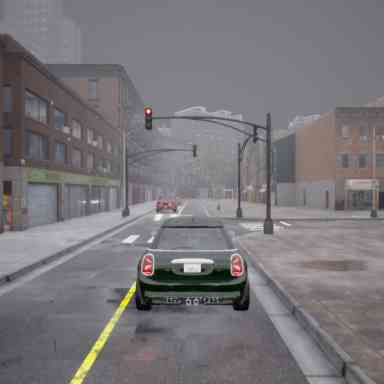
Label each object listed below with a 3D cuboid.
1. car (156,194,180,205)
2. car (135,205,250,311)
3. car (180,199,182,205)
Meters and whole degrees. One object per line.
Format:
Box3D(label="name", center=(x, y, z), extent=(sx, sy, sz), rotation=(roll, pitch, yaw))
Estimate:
Box3D(label="car", center=(-2.777, 1.229, 37.439), extent=(2.150, 2.045, 5.566), rotation=(0, 0, 0))
Box3D(label="car", center=(0.023, 1.351, 7.933), extent=(2.097, 1.767, 4.553), rotation=(0, 0, 0))
Box3D(label="car", center=(-2.729, 1.528, 54.667), extent=(1.837, 1.490, 4.892), rotation=(0, 0, 0))
